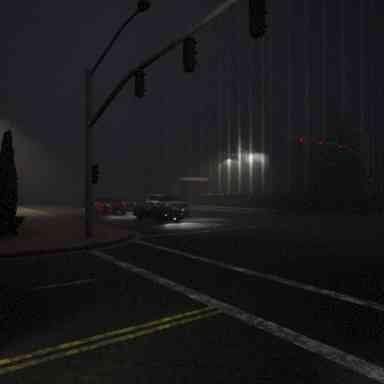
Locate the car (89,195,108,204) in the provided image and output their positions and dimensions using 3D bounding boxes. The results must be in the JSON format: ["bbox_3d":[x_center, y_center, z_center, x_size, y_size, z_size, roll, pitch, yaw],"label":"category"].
[{"bbox_3d":[-18.680,1.478,66.225,1.882,1.535,5.008,0,0,-36],"label":"car"}]

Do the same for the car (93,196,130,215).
[{"bbox_3d":[-8.343,1.352,33.788,2.097,1.767,4.553,0,0,-36],"label":"car"}]

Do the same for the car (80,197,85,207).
[{"bbox_3d":[-15.039,1.502,49.000,1.837,1.490,4.892,0,1,-36],"label":"car"}]

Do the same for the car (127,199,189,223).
[{"bbox_3d":[-2.801,1.547,26.155,2.033,1.411,5.357,0,0,-36],"label":"car"}]

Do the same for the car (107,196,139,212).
[{"bbox_3d":[-8.275,1.352,39.651,2.097,1.767,4.553,0,0,-36],"label":"car"}]

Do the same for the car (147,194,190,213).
[{"bbox_3d":[-2.417,1.221,31.579,2.150,2.045,5.566,0,0,-36],"label":"car"}]
